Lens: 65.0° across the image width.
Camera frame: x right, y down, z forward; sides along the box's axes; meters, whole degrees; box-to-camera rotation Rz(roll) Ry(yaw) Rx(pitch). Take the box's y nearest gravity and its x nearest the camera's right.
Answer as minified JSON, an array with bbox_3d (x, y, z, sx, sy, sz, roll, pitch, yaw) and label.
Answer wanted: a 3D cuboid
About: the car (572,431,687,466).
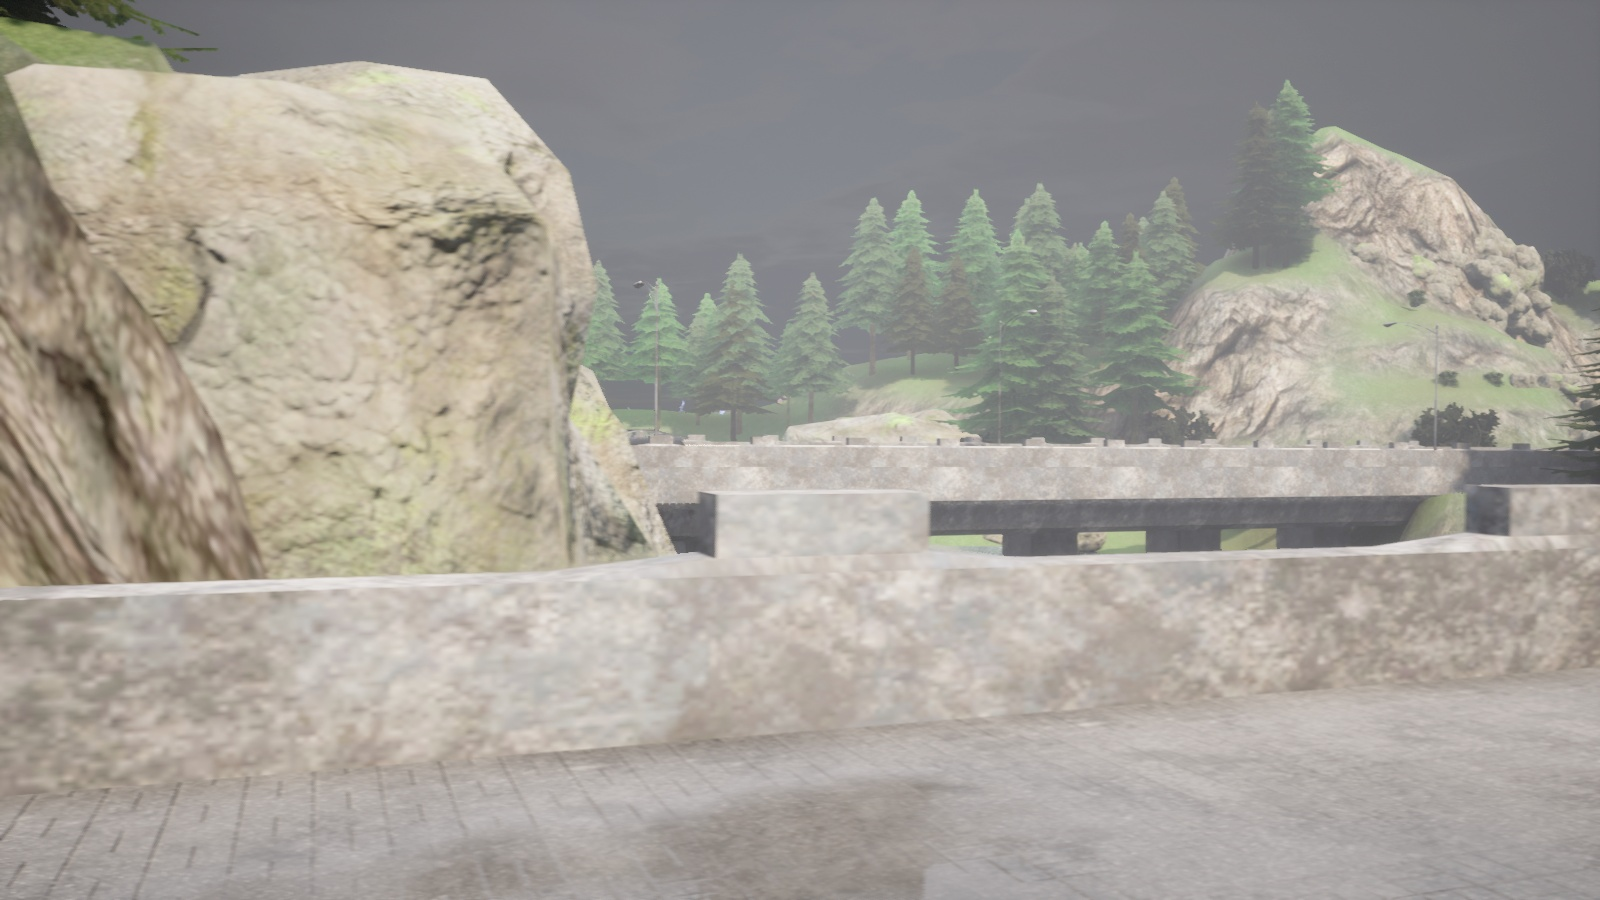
[{"bbox_3d":[-7.897,-0.104,58.004,4.902,1.511,2.128,-1,1,-21],"label":"car"}]
